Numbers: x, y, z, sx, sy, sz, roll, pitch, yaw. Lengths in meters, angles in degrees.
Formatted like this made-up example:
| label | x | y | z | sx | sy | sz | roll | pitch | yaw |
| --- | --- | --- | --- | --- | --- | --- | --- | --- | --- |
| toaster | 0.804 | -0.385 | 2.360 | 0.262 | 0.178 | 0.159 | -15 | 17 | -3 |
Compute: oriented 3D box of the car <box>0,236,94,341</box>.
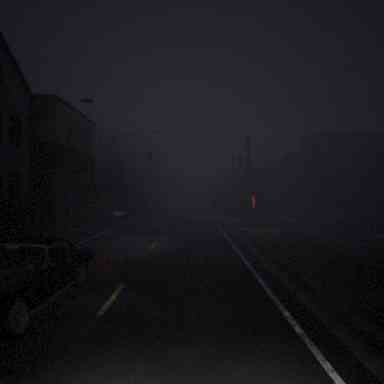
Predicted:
| label | x | y | z | sx | sy | sz | roll | pitch | yaw |
| --- | --- | --- | --- | --- | --- | --- | --- | --- | --- |
| car | -3.562 | 1.644 | 6.712 | 1.895 | 1.301 | 4.718 | 0 | 0 | 0 |

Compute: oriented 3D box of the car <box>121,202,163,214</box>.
| label | x | y | z | sx | sy | sz | roll | pitch | yaw |
| --- | --- | --- | --- | --- | --- | --- | --- | --- | --- |
| car | -6.002 | 1.917 | 39.916 | 5.357 | 1.411 | 2.033 | -1 | -1 | 32 |
